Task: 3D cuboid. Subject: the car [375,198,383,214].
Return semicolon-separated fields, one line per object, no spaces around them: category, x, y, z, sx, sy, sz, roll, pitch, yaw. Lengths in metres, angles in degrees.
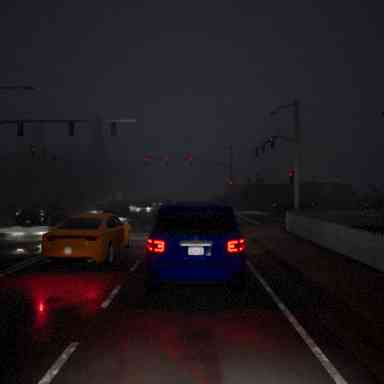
car;19.012;1.512;29.052;4.674;1.442;1.812;0;0;-2

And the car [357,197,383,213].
car;20.513;1.336;36.281;4.553;1.767;2.097;0;0;-1

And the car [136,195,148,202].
car;-6.982;1.504;48.852;1.812;1.442;4.674;0;0;0

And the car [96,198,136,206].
car;-7.028;1.533;31.192;2.033;1.411;5.357;0;0;0

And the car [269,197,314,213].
car;10.731;1.336;36.062;4.553;1.767;2.097;0;0;-1

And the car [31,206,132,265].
car;-3.397;1.472;11.629;1.882;1.535;5.008;0;0;0

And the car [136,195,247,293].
car;0.083;1.217;9.007;2.150;2.045;5.566;0;0;0

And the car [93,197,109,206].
car;-10.883;1.458;42.229;1.882;1.535;5.008;0;0;6

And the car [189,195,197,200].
car;0.208;1.500;88.996;2.033;1.411;5.357;0;0;0

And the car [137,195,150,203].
car;-10.333;1.493;71.254;2.128;1.511;4.902;0;0;0

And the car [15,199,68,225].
car;-10.545;1.341;23.650;2.097;1.767;4.553;0;0;0
